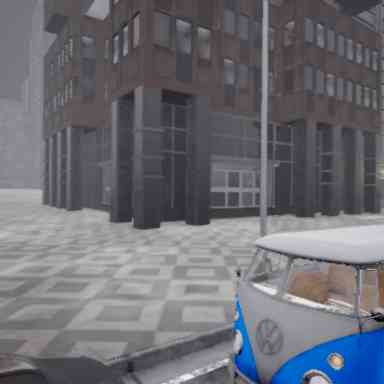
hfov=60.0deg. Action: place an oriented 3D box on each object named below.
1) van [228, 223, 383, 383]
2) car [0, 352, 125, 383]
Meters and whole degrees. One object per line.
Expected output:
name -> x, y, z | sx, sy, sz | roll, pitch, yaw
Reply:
van -> 2.297, 1.335, 4.145 | 3.998, 1.788, 1.690 | 0, 1, -35
car -> -2.226, 1.531, 0.970 | 4.403, 1.369, 2.008 | 0, 1, -35
